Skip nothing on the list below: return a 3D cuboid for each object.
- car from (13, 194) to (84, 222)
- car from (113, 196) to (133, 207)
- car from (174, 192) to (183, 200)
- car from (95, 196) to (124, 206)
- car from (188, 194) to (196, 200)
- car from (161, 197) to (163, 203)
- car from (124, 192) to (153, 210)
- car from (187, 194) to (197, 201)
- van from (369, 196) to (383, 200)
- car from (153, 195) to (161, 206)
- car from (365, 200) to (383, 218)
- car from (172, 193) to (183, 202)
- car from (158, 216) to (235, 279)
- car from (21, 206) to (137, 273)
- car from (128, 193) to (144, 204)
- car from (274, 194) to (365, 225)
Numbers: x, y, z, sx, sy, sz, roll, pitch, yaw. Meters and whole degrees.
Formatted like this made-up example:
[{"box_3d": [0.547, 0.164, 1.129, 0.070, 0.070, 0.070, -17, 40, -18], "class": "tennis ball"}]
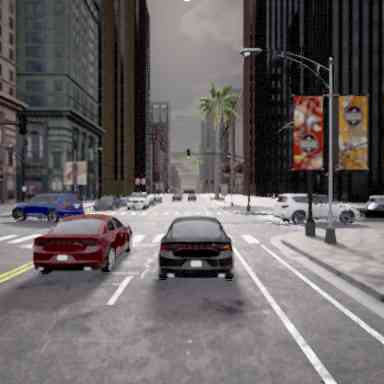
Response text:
[{"box_3d": [-10.558, 1.139, 24.451, 5.566, 2.045, 2.150, 0, -1, 24], "class": "car"}, {"box_3d": [-9.842, 1.366, 47.849, 1.812, 1.442, 4.674, 0, 0, 0], "class": "car"}, {"box_3d": [-3.270, 0.921, 80.808, 2.097, 1.767, 4.553, 0, 0, 0], "class": "car"}, {"box_3d": [-9.883, 1.221, 39.154, 2.097, 1.767, 4.553, 0, 0, 1], "class": "car"}, {"box_3d": [-0.020, 1.207, 82.147, 1.882, 1.535, 5.008, 0, 0, 0], "class": "car"}, {"box_3d": [-6.516, 1.288, 61.525, 2.128, 1.511, 4.902, 0, 0, 0], "class": "car"}, {"box_3d": [-6.602, 1.084, 41.357, 2.150, 2.045, 5.566, 0, 0, 0], "class": "car"}, {"box_3d": [-0.018, 1.262, 72.013, 1.837, 1.490, 4.892, 0, 0, 0], "class": "car"}, {"box_3d": [17.059, 1.218, 28.570, 3.998, 1.788, 1.690, 0, 0, 0], "class": "van"}, {"box_3d": [-6.573, 1.321, 51.402, 2.128, 1.511, 4.902, 0, 0, 1], "class": "car"}, {"box_3d": [14.239, 1.497, 25.908, 4.718, 1.301, 1.895, 0, 0, 0], "class": "car"}, {"box_3d": [-3.267, 1.259, 70.419, 1.837, 1.490, 4.892, 0, 0, 0], "class": "car"}, {"box_3d": [0.121, 1.444, 9.937, 1.882, 1.535, 5.008, 0, 0, 1], "class": "car"}, {"box_3d": [-3.153, 1.442, 10.568, 1.882, 1.535, 5.008, 0, 0, 0], "class": "car"}, {"box_3d": [-9.764, 1.159, 58.062, 2.097, 1.767, 4.553, 0, 0, 0], "class": "car"}, {"box_3d": [8.494, 1.140, 22.998, 5.566, 2.045, 2.150, 0, -1, -5], "class": "car"}]
